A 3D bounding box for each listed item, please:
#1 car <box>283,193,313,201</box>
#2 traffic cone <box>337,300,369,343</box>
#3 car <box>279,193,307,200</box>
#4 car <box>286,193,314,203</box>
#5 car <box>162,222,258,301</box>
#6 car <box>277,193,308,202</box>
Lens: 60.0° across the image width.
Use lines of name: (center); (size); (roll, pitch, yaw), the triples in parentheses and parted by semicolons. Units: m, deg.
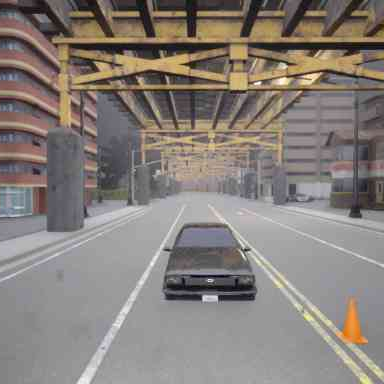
car: (17.530, 0.849, 54.829); (4.536, 1.218, 1.853); (0, 1, -20)
traffic cone: (2.455, 1.949, 5.097); (0.340, 0.580, 0.340); (0, 0, 0)
car: (17.878, 0.802, 58.946); (4.536, 1.218, 1.853); (0, 1, 25)
car: (17.481, 1.006, 54.813); (4.974, 1.542, 2.038); (0, 1, -20)
car: (0.364, 1.533, 8.705); (2.033, 1.411, 5.357); (0, 0, 1)
car: (17.830, 0.959, 58.970); (4.974, 1.542, 2.038); (0, 1, 25)
